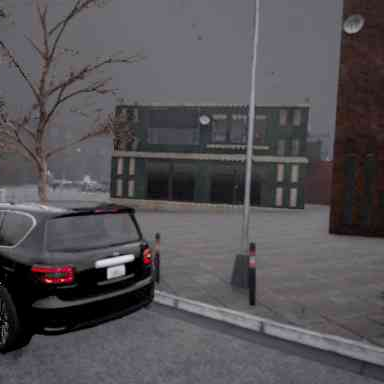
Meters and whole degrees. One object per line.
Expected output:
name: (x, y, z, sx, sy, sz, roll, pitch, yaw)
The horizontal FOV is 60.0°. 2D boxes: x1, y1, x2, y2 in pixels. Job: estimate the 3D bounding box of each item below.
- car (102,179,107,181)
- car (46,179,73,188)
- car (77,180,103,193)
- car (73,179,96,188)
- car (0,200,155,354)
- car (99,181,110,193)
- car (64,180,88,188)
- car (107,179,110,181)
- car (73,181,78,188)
car: (-22.788, -1.868, 75.902, 4.892, 1.521, 2.231, 4, 3, 20)
car: (-26.581, -1.708, 65.537, 4.553, 1.767, 2.185, 4, 3, 20)
car: (-16.675, -0.729, 56.614, 2.128, 1.511, 4.902, 4, 3, 20)
car: (-23.706, -1.918, 73.294, 4.553, 1.767, 2.185, 4, 3, 20)
car: (-3.168, 1.155, 6.295, 5.566, 2.045, 2.150, 1, 1, 38)
car: (-13.216, -0.597, 57.324, 2.128, 1.511, 4.902, 4, 3, 20)
car: (-24.699, -1.683, 70.727, 4.674, 1.452, 2.002, 4, 3, 20)
car: (-20.881, -2.278, 81.066, 5.566, 2.045, 2.435, 4, 3, 20)
car: (-25.661, -1.652, 68.144, 5.008, 1.535, 2.097, 4, 3, 20)
